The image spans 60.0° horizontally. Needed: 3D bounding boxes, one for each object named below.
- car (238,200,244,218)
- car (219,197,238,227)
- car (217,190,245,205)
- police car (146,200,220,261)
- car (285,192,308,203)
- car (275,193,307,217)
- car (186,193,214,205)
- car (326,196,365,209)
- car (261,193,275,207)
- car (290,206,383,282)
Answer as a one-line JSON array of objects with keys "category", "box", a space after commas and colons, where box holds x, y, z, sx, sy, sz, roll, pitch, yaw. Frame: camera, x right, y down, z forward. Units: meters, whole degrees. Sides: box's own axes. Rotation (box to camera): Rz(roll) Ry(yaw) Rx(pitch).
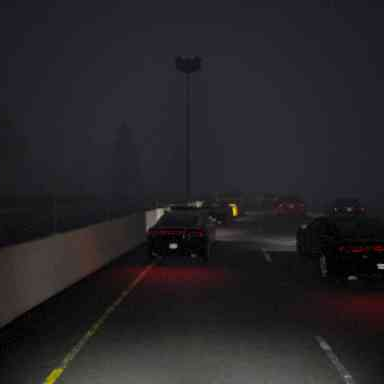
[{"category": "car", "box": [3.048, 1.217, 26.894, 1.882, 1.535, 5.008, 0, 1, 17]}, {"category": "car", "box": [1.551, 1.268, 21.343, 1.882, 1.535, 5.008, 0, 1, 13]}, {"category": "car", "box": [5.783, 0.755, 48.487, 2.150, 2.045, 5.566, 0, 0, 29]}, {"category": "police car", "box": [-0.189, 1.304, 12.034, 1.930, 1.638, 5.238, 0, 1, 8]}, {"category": "car", "box": [16.883, 0.860, 53.539, 2.097, 1.767, 4.553, 1, 1, 37]}, {"category": "car", "box": [8.207, 1.100, 27.290, 2.097, 1.767, 4.553, 0, 1, 18]}, {"category": "car", "box": [1.220, 1.009, 47.348, 1.882, 1.535, 5.008, 0, 1, 27]}, {"category": "car", "box": [10.659, 1.145, 23.356, 2.097, 1.767, 4.553, 0, 1, 16]}, {"category": "car", "box": [10.423, 0.953, 42.570, 2.097, 1.767, 4.553, 0, 1, 30]}, {"category": "car", "box": [4.312, 1.393, 9.463, 1.882, 1.535, 5.008, 0, 1, 6]}]
